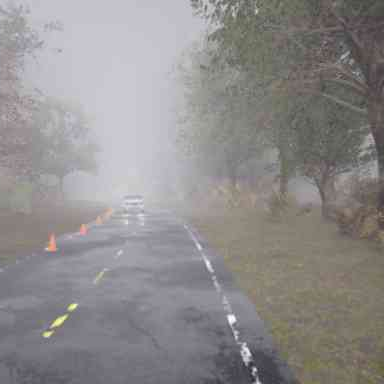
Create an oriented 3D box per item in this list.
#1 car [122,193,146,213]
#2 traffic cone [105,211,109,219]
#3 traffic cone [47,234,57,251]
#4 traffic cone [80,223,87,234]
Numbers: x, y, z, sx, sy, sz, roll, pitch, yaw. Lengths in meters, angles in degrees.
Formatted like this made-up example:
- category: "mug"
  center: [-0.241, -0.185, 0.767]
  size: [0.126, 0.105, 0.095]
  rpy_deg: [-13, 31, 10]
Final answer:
- category: "car"
  center: [-6.329, 1.146, 36.188]
  size: [2.150, 2.045, 5.566]
  rpy_deg: [0, 0, -11]
- category: "traffic cone"
  center: [-7.012, 1.903, 27.520]
  size: [0.340, 0.580, 0.340]
  rpy_deg: [0, 0, -9]
- category: "traffic cone"
  center: [-5.376, 1.936, 12.824]
  size: [0.340, 0.580, 0.340]
  rpy_deg: [0, 0, -4]
- category: "traffic cone"
  center: [-5.795, 1.925, 17.736]
  size: [0.340, 0.580, 0.340]
  rpy_deg: [0, 0, -6]
